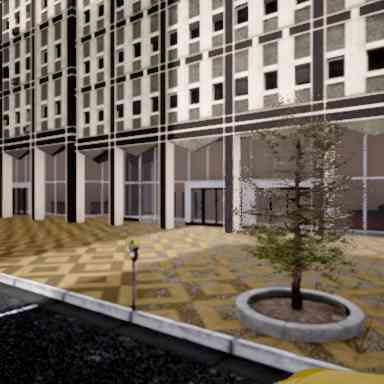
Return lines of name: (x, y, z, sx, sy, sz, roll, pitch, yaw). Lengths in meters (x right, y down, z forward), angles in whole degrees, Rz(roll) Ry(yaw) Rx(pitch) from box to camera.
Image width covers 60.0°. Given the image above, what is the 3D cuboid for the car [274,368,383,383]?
car: (2.356, 1.513, 1.186, 4.829, 1.417, 1.752, -1, 0, 36)
